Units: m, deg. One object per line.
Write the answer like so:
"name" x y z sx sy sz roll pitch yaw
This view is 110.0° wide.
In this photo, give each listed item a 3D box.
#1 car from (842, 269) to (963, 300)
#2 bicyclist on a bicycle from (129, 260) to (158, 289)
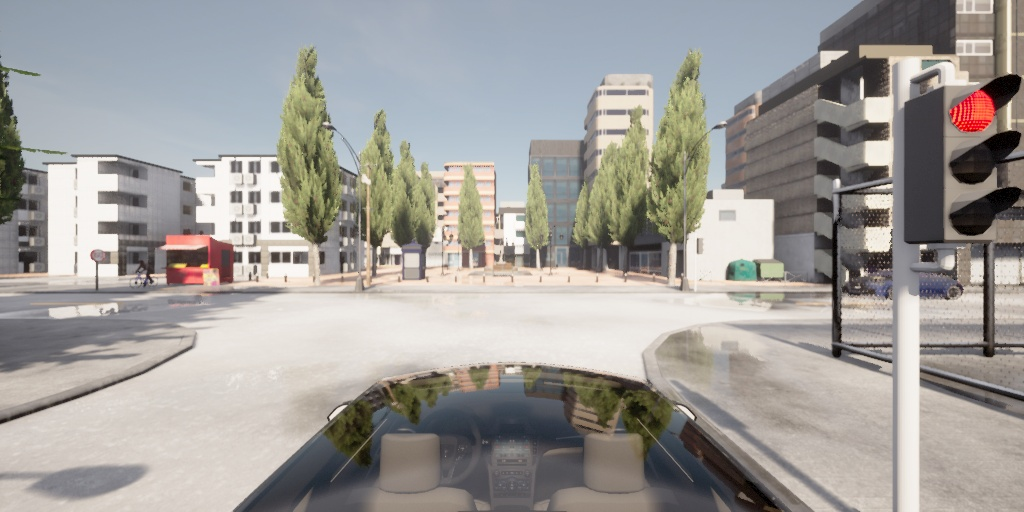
"car" 18.210 1.293 16.853 4.181 1.385 1.994 0 0 0
"bicyclist on a bicycle" -21.561 1.072 21.015 0.582 1.620 1.656 0 0 0
